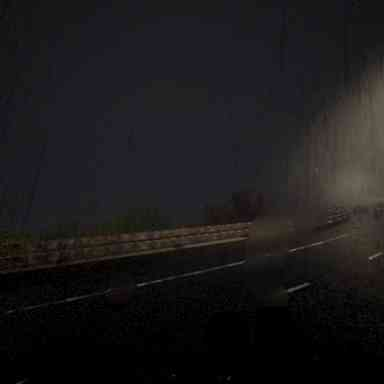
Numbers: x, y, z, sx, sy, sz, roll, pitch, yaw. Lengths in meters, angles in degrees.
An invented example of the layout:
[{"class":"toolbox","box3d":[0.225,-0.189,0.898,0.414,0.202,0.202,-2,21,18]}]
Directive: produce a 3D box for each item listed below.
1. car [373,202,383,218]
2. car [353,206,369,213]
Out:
[{"class":"car","box3d":[25.091,2.348,43.482,2.150,2.045,5.566,-2,-2,25]},{"class":"car","box3d":[31.500,3.247,62.062,2.033,1.411,5.357,-2,-2,14]}]
